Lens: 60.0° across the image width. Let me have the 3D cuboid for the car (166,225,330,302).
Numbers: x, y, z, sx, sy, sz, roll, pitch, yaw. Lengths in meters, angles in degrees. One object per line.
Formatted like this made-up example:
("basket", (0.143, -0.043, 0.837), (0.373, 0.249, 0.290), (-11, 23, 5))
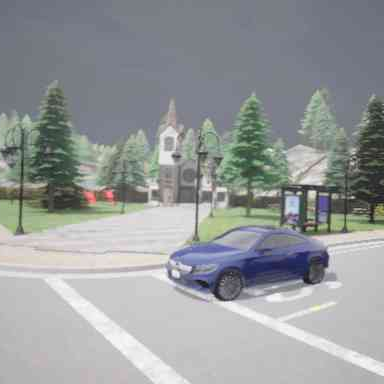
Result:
("car", (1.605, 1.603, 8.510), (4.674, 1.442, 1.812), (2, 0, -33))
